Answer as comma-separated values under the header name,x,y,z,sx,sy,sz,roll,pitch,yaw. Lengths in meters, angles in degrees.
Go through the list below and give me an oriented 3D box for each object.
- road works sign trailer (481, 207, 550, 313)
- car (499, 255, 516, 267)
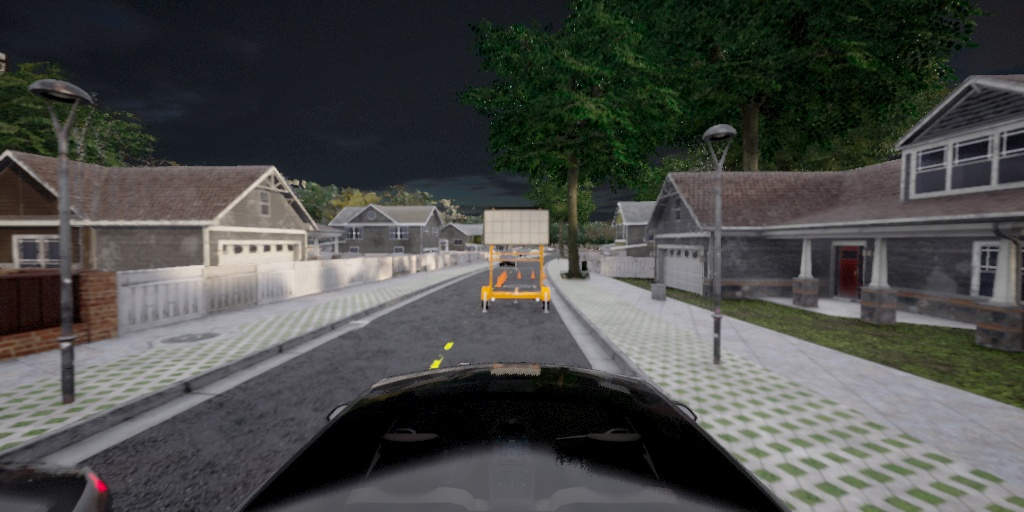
name,x,y,z,sx,sy,sz,roll,pitch,yaw
road works sign trailer,0.160,0.027,13.063,2.380,3.560,2.880,0,0,2
car,-0.426,0.581,44.393,2.033,1.411,5.357,0,1,7
